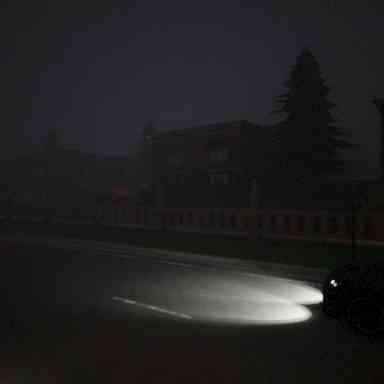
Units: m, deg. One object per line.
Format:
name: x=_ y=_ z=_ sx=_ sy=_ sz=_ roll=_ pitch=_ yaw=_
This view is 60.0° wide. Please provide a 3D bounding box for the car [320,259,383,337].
car: x=4.289 y=1.558 z=5.232 sx=4.181 sy=1.385 sz=1.994 roll=-1 pitch=0 yaw=36
